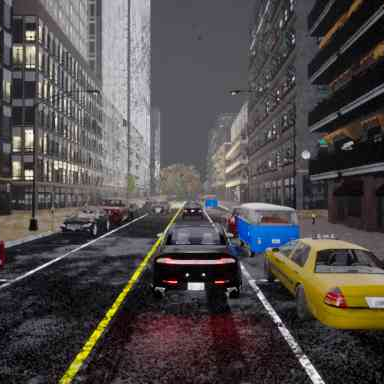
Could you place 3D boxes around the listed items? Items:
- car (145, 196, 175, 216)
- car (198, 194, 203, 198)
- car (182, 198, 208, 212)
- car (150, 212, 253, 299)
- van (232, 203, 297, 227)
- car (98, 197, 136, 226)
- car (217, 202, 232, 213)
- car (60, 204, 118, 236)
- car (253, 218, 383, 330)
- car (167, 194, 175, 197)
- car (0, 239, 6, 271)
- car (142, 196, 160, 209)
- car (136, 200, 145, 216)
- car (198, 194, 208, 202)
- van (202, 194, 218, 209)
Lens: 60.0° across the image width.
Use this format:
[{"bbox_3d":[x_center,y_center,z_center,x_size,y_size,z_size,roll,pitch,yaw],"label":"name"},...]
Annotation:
[{"bbox_3d":[-3.110,1.502,33.027,2.128,1.511,4.902,0,0,0],"label":"car"},{"bbox_3d":[2.633,1.574,69.073,2.008,1.369,4.403,1,0,0],"label":"car"},{"bbox_3d":[0.067,1.557,28.956,2.033,1.411,5.357,0,0,0],"label":"car"},{"bbox_3d":[0.087,1.494,8.440,2.128,1.511,4.902,0,0,0],"label":"car"},{"bbox_3d":[2.692,1.345,12.501,1.690,1.788,3.998,1,0,0],"label":"van"},{"bbox_3d":[-5.699,1.322,23.800,2.192,1.841,5.009,1,0,0],"label":"car"},{"bbox_3d":[2.685,1.446,18.158,1.967,1.590,4.097,1,0,0],"label":"car"},{"bbox_3d":[-5.697,1.556,18.143,2.008,1.369,4.403,1,0,0],"label":"car"},{"bbox_3d":[2.695,1.527,7.014,1.752,1.417,4.829,1,0,0],"label":"car"},{"bbox_3d":[-5.773,1.347,91.688,2.192,1.841,5.009,1,0,0],"label":"car"},{"bbox_3d":[-5.685,1.547,6.829,1.887,1.381,4.507,1,0,0],"label":"car"},{"bbox_3d":[-5.723,1.455,46.430,1.967,1.590,4.097,1,0,0],"label":"car"},{"bbox_3d":[-5.708,1.575,29.457,1.947,1.339,4.313,1,0,0],"label":"car"},{"bbox_3d":[2.625,1.343,80.389,2.192,1.841,5.009,1,0,0],"label":"car"},{"bbox_3d":[2.659,1.356,46.445,1.690,1.788,3.998,1,0,0],"label":"van"}]
